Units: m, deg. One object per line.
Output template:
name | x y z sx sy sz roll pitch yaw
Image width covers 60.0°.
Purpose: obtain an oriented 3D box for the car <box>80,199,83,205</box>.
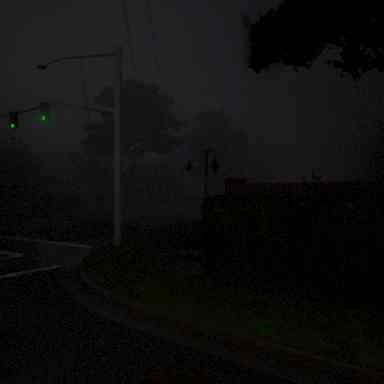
car | -15.988 1.166 43.475 3.806 1.475 1.970 0 0 36
